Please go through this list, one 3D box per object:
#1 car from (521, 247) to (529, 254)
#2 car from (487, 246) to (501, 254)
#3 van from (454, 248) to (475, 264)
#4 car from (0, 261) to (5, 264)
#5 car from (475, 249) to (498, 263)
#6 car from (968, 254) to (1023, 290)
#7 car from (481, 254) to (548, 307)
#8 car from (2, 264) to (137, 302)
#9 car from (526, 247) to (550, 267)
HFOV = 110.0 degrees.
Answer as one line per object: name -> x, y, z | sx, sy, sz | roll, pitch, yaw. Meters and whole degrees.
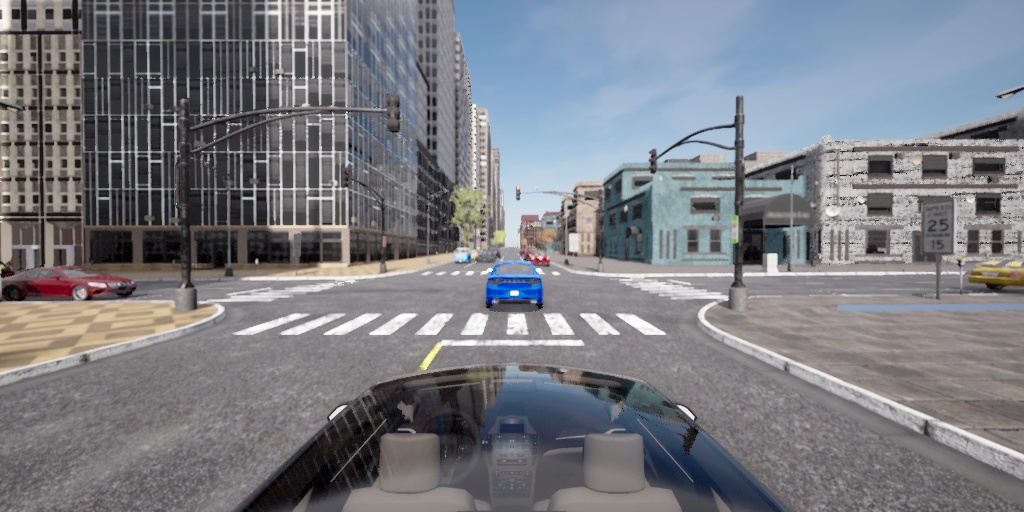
car -> 2.687, -0.236, 47.310 | 2.192, 1.841, 5.009 | 0, 0, 0
car -> -3.049, -0.693, 59.974 | 2.150, 2.045, 5.566 | 0, 2, 1
van -> -5.694, -0.047, 41.599 | 1.690, 1.789, 3.998 | 0, 0, 0
car -> -23.104, 0.967, 14.192 | 4.097, 1.591, 1.967 | 0, 0, 1
car -> -3.095, 0.145, 42.659 | 1.994, 1.385, 4.181 | 0, 2, 0
car -> 20.688, 0.649, 13.764 | 4.829, 1.417, 1.751 | 0, 0, 1
car -> 0.085, 0.896, 13.373 | 1.882, 1.535, 5.008 | 0, 2, 0
car -> -17.420, 1.057, 14.136 | 4.207, 1.307, 1.802 | 0, 0, 1
car -> 2.688, 0.213, 35.966 | 1.967, 1.591, 4.097 | 0, 0, 0
